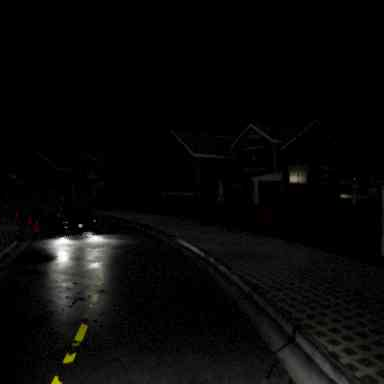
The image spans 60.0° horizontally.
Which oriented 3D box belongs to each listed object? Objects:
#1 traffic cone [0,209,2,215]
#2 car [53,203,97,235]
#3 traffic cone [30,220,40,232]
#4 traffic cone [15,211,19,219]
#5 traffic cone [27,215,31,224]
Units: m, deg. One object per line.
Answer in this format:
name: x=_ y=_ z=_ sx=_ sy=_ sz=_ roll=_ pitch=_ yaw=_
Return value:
traffic cone: x=-16.815 y=1.709 z=29.136 sx=0.340 sy=0.580 sz=0.340 roll=1 pitch=1 yaw=43
car: x=-6.514 y=1.371 z=18.274 sx=1.837 sy=1.490 sz=4.892 roll=0 pitch=0 yaw=-27
traffic cone: x=-8.355 y=1.826 z=17.893 sx=0.340 sy=0.580 sz=0.340 roll=0 pitch=1 yaw=-21
traffic cone: x=-13.558 y=1.746 z=25.732 sx=0.340 sy=0.580 sz=0.340 roll=-1 pitch=1 yaw=-40
traffic cone: x=-10.714 y=1.786 z=21.976 sx=0.340 sy=0.580 sz=0.340 roll=0 pitch=1 yaw=-34
